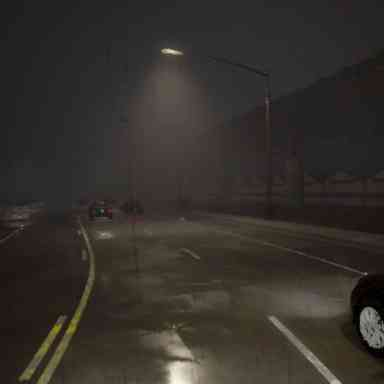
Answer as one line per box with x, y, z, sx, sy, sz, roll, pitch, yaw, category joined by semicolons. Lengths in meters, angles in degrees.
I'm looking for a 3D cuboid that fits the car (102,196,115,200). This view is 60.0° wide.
-13.844;1.424;55.007;2.097;1.767;4.553;-1;0;-20;car

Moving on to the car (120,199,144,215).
-6.241;1.488;34.334;2.128;1.511;4.902;-1;0;-20;car

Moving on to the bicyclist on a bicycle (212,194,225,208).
3.162;1.082;39.632;1.656;1.620;0.582;-1;0;24;bicyclist on a bicycle

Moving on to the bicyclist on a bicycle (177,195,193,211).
-0.730;1.179;35.246;0.582;1.620;1.656;-1;1;44;bicyclist on a bicycle

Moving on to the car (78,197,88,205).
-20.047;1.701;61.749;1.812;1.442;4.674;-1;0;-20;car

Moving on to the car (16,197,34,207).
-31.407;1.949;61.929;2.033;1.411;5.357;-1;0;-20;car

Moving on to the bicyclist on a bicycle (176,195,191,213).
-0.965;1.264;34.311;1.656;1.620;0.582;-9;4;-11;bicyclist on a bicycle

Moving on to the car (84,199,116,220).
-8.066;1.601;29.118;2.033;1.411;5.357;-1;0;-20;car

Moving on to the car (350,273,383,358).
3.437;1.423;3.062;1.837;1.490;4.892;1;0;-5;car

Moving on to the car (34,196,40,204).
-36.962;1.959;77.036;1.837;1.490;4.892;-1;0;-20;car
